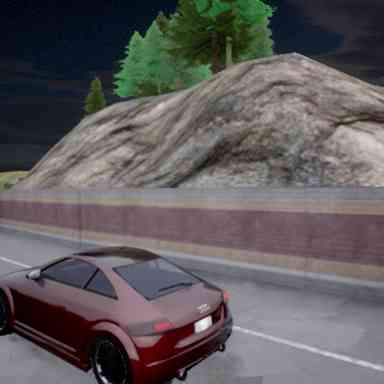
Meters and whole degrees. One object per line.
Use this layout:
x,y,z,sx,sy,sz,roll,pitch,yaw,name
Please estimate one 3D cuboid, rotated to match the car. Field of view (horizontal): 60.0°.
-1.451,1.577,5.259,4.181,1.385,1.994,0,0,37,car
